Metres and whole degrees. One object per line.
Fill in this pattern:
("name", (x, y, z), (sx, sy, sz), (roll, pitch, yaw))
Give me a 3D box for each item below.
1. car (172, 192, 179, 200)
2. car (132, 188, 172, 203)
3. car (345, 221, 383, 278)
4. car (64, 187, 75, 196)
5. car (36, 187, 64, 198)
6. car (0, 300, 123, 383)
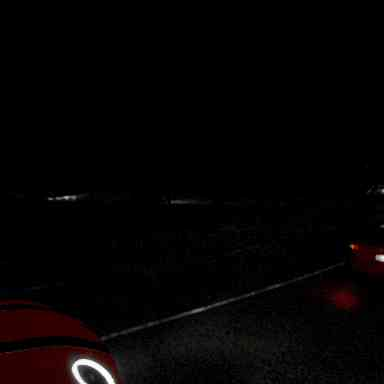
("car", (-4.045, 0.217, 45.940), (4.553, 1.767, 2.097), (1, 4, 33))
("car", (-5.505, 0.561, 42.727), (4.902, 1.511, 2.128), (1, 4, 33))
("car", (5.736, 1.372, 8.611), (4.181, 1.385, 1.994), (-2, 1, -41))
("car", (-22.488, -0.155, 57.972), (4.892, 1.490, 1.837), (1, 4, 33))
("car", (-23.892, 0.029, 54.712), (5.008, 1.535, 1.882), (2, 4, 33))
("car", (-2.695, 1.362, 1.997), (4.553, 1.767, 2.097), (-1, 0, -35))
